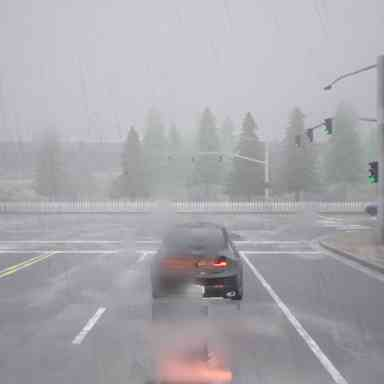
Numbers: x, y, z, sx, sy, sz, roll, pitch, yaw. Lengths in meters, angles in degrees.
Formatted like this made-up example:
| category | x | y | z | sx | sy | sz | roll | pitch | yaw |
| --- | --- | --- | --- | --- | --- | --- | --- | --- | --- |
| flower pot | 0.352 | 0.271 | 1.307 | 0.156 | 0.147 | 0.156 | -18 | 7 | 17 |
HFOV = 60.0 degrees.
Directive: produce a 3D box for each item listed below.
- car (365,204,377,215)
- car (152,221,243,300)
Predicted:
| category | x | y | z | sx | sy | sz | roll | pitch | yaw |
| --- | --- | --- | --- | --- | --- | --- | --- | --- | --- |
| car | 18.733 | 1.422 | 30.750 | 5.008 | 1.535 | 1.882 | 0 | 0 | 1 |
| car | 0.171 | 1.505 | 8.374 | 1.837 | 1.490 | 4.892 | 0 | 0 | 2 |
